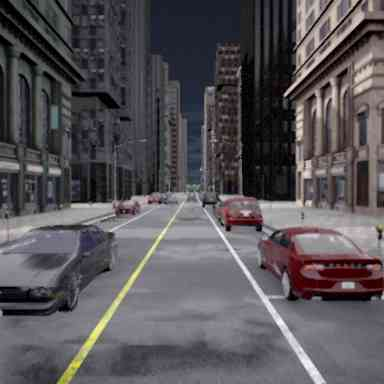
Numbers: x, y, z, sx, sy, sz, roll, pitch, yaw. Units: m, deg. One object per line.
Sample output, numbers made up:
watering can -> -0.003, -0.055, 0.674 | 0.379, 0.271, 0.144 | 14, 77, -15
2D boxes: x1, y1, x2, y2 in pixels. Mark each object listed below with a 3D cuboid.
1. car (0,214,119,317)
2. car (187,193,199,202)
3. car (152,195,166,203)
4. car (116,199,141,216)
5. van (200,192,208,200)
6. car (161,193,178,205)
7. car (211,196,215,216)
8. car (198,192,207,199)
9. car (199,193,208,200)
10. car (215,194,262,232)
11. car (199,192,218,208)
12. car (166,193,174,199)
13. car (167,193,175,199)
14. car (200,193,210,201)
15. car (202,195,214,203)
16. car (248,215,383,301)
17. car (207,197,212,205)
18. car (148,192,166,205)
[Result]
car -> -3.104, 1.504, 7.873 | 2.033, 1.411, 5.357 | 0, 0, 0
car -> -0.030, 1.268, 62.352 | 1.895, 1.301, 4.718 | 0, 0, 0
car -> -5.794, 1.253, 58.507 | 1.947, 1.339, 4.313 | 0, 0, 0
car -> -5.781, 1.380, 30.497 | 1.887, 1.381, 4.507 | 0, 0, 0
van -> 2.722, 0.940, 75.319 | 1.690, 1.788, 3.998 | 0, 0, 0
car -> -3.099, 1.297, 49.875 | 1.994, 1.385, 4.181 | 0, 0, 0
car -> 2.747, 1.305, 24.904 | 1.967, 1.590, 4.097 | 0, 0, 0
car -> 2.716, 0.856, 86.522 | 2.192, 1.841, 5.009 | 0, 0, 0
car -> 2.720, 1.010, 80.920 | 1.967, 1.590, 4.097 | 0, 0, 0
car -> 2.749, 1.210, 19.302 | 2.192, 1.841, 5.009 | 0, 0, 0
car -> 2.373, 0.997, 42.936 | 2.150, 2.045, 5.566 | 0, 0, 0
car -> -5.808, 1.067, 86.348 | 1.752, 1.417, 4.829 | 0, 0, 0
car -> -5.811, 0.952, 92.119 | 1.967, 1.590, 4.097 | 0, 0, 0
car -> 2.725, 1.068, 69.717 | 1.967, 1.590, 4.097 | 0, 0, 0
car -> 2.731, 1.253, 58.515 | 1.947, 1.339, 4.313 | 0, 0, 0
car -> 2.756, 1.500, 8.099 | 1.887, 1.381, 4.507 | 0, 0, 0
car -> 2.745, 1.401, 30.506 | 1.947, 1.339, 4.313 | 0, 0, 0
car -> -5.792, 1.031, 52.904 | 2.192, 1.841, 5.009 | 0, 0, 0
